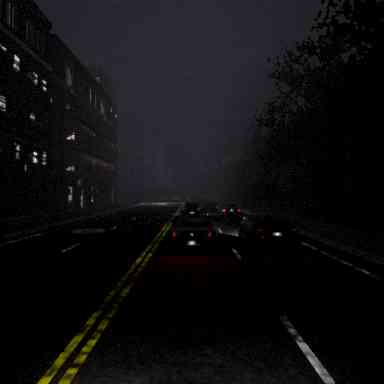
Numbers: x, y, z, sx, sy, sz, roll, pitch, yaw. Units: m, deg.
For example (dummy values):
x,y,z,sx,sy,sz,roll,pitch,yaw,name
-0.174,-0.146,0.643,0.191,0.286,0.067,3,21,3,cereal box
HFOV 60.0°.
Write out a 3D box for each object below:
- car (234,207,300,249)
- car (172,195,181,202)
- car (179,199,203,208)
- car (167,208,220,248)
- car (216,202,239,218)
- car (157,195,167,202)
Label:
x,y,z,sx,sy,sz,roll,pitch,yaw,name
3.250,1.575,14.650,1.994,1.385,4.181,0,0,0,car
-3.251,1.453,72.267,1.812,1.442,4.674,0,0,0,car
0.000,1.541,29.650,1.812,1.442,4.674,0,0,0,car
0.000,1.619,14.680,1.895,1.301,4.718,0,0,0,car
3.250,1.571,29.650,2.033,1.411,5.357,0,0,0,car
-6.501,1.454,72.268,2.128,1.511,4.902,0,0,0,car
